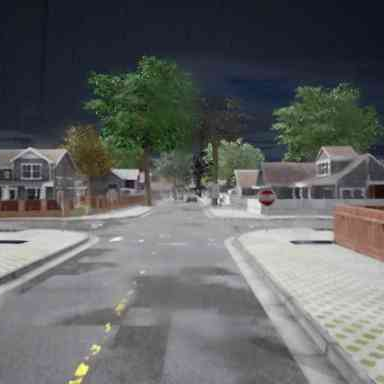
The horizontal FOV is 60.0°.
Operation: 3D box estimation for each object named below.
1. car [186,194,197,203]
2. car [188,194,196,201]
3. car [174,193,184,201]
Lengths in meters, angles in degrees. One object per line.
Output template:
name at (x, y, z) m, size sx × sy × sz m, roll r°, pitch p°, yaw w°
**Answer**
car at (-0.019, 1.223, 66.136) m, size 2.097 × 1.767 × 4.553 m, roll 0°, pitch 0°, yaw 0°
car at (-0.022, 1.229, 76.169) m, size 1.812 × 1.442 × 4.674 m, roll 0°, pitch 0°, yaw 0°
car at (-2.770, 1.005, 69.919) m, size 2.128 × 1.511 × 4.902 m, roll 0°, pitch 0°, yaw 0°
